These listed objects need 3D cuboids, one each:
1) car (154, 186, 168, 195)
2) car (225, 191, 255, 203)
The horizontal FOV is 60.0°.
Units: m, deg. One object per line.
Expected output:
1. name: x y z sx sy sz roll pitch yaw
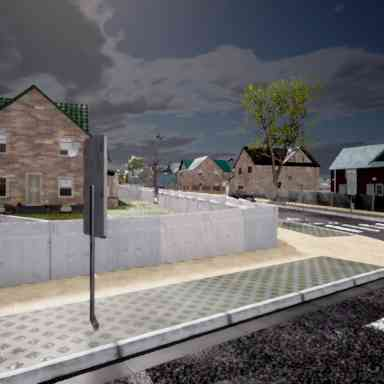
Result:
1. car: -5.498 -0.316 57.408 1.882 1.535 5.008 0 2 -19
2. car: 4.985 0.586 35.604 1.994 1.385 4.181 0 2 -19
